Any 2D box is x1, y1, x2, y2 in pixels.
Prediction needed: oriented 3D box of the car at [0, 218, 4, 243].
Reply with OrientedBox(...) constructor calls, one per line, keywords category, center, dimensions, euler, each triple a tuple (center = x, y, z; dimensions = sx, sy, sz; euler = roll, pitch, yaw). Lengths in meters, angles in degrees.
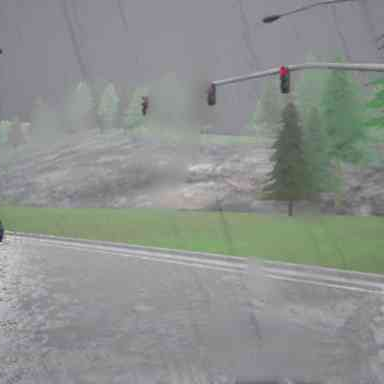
OrientedBox(category="car", center=(-10.170, 1.296, 14.172), dimensions=(4.553, 1.767, 2.097), euler=(0, 0, 30))
